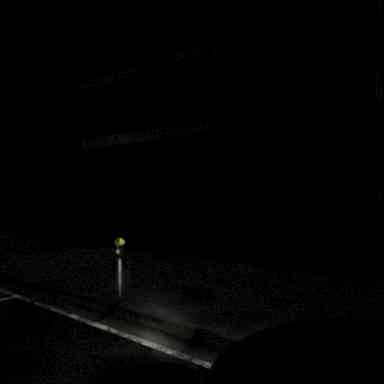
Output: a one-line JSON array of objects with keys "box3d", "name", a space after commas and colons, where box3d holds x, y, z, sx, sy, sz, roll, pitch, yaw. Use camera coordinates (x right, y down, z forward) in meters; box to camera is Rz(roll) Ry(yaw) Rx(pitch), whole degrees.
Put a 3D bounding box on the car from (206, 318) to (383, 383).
[{"box3d": [2.343, 1.469, 1.684, 5.008, 1.535, 1.882, -1, -1, 37], "name": "car"}]
